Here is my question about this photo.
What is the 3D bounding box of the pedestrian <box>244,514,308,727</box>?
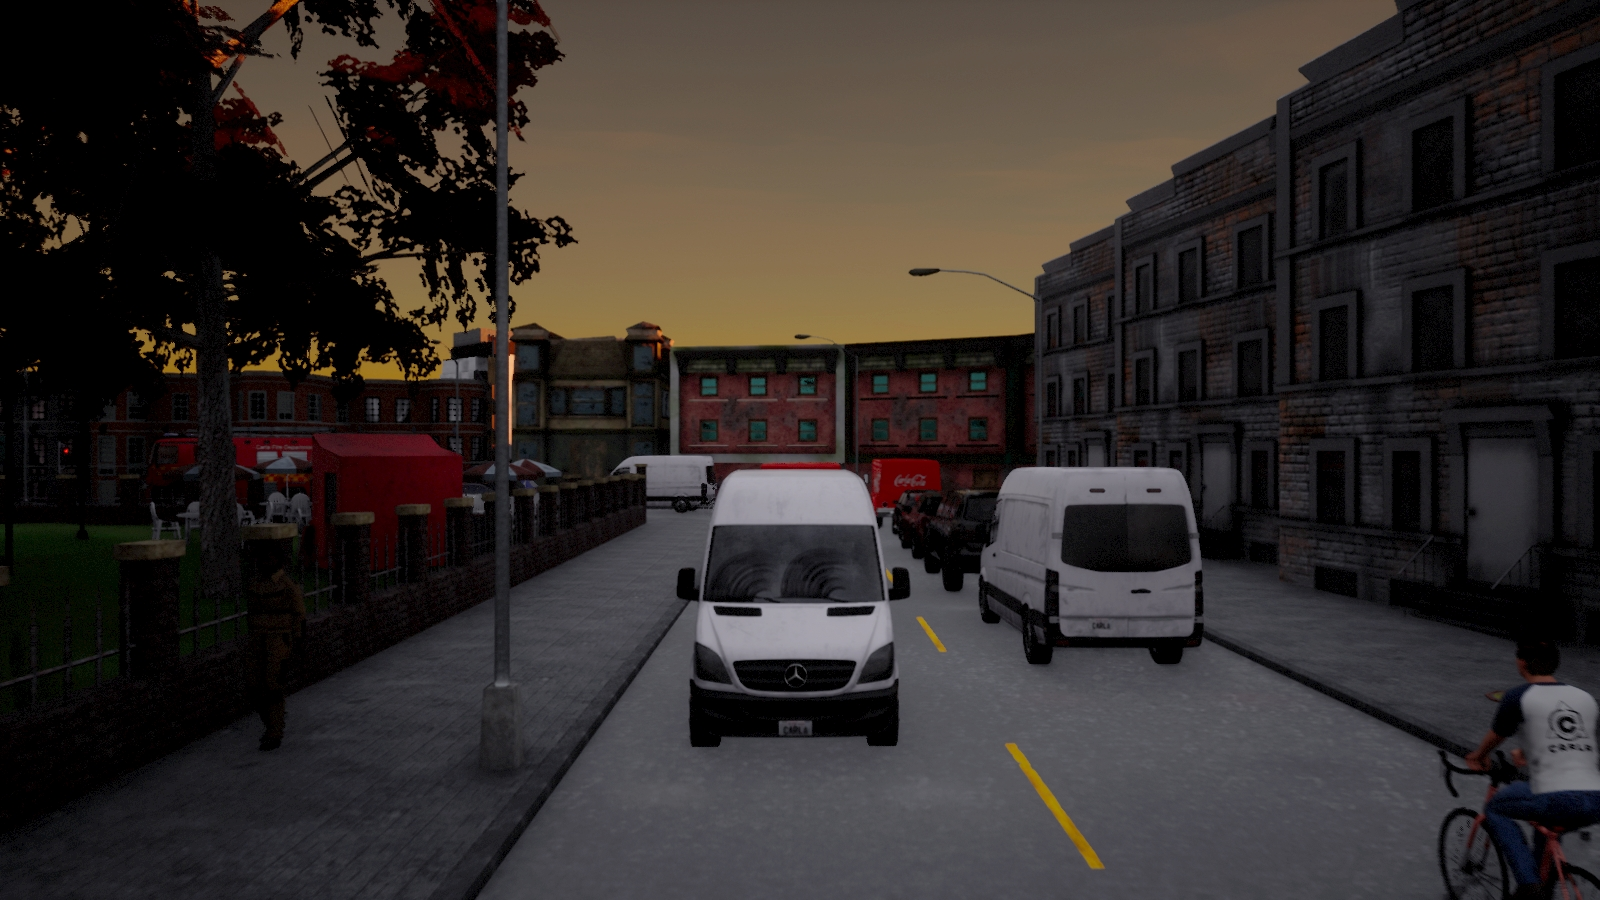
[{"bbox_3d":[-4.737,1.525,10.337,0.375,1.860,0.375,0,0,9],"label":"pedestrian"}]

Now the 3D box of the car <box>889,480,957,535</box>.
[{"bbox_3d":[3.908,1.806,36.760,1.789,1.549,3.705,0,0,0],"label":"car"}]

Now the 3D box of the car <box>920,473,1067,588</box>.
[{"bbox_3d":[3.912,1.560,24.166,2.150,2.045,5.566,0,0,0],"label":"car"}]

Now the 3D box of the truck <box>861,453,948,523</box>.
[{"bbox_3d":[3.837,1.350,43.128,2.627,2.467,5.204,0,0,-2],"label":"truck"}]

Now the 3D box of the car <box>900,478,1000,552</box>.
[{"bbox_3d":[3.960,1.686,30.962,2.097,1.767,4.553,0,0,0],"label":"car"}]

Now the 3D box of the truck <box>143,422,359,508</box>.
[{"bbox_3d":[-24.967,0.671,52.214,8.468,3.827,2.891,0,0,-1],"label":"truck"}]

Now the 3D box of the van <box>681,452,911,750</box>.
[{"bbox_3d":[-0.065,1.314,12.850,1.988,2.561,5.915,0,0,-1],"label":"van"}]

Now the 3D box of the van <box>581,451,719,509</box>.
[{"bbox_3d":[-6.817,1.316,52.097,5.915,2.561,1.988,0,0,10],"label":"van"}]

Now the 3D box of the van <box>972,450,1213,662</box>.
[{"bbox_3d":[3.971,1.311,16.739,1.988,2.561,5.915,0,-1,0],"label":"van"}]
